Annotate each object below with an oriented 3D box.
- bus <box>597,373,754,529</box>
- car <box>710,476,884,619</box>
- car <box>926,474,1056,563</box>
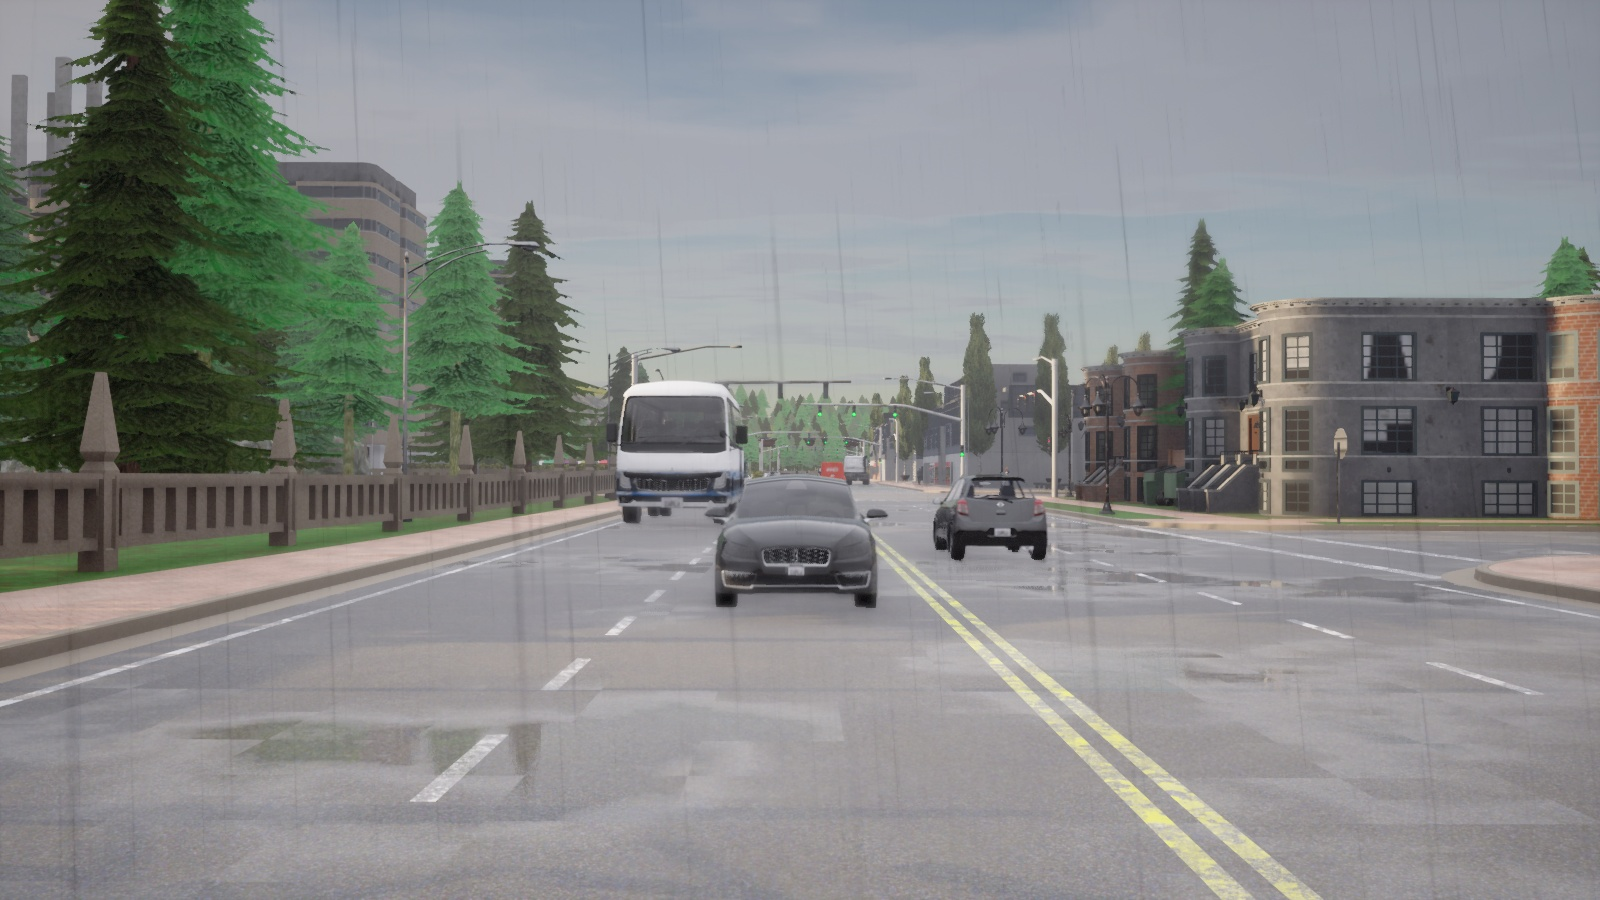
[{"bbox_3d":[-3.598,0.116,39.610,3.944,4.253,10.273,0,-1,0],"label":"bus"},{"bbox_3d":[-0.037,1.084,15.765,1.837,1.490,4.892,0,-1,0],"label":"car"},{"bbox_3d":[3.446,1.205,23.280,1.845,1.501,3.633,0,-1,0],"label":"car"}]
